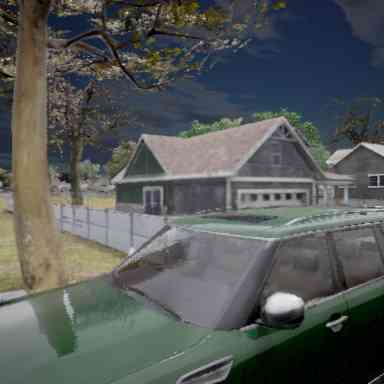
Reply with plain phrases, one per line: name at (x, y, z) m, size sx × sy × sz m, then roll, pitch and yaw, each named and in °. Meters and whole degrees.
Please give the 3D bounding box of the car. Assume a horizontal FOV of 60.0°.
car at (0.617, 1.219, 3.511) m, size 5.566 × 2.045 × 2.150 m, roll 0°, pitch 0°, yaw -36°
